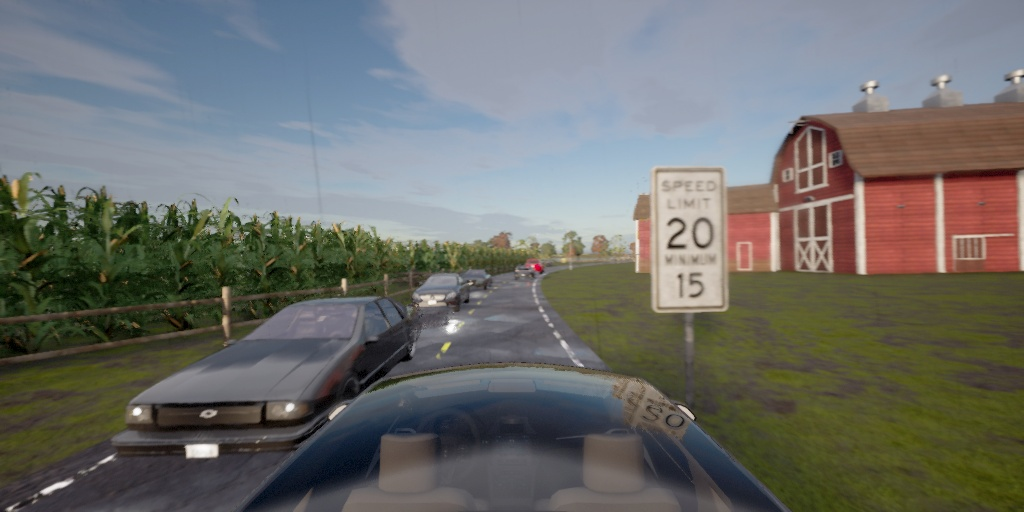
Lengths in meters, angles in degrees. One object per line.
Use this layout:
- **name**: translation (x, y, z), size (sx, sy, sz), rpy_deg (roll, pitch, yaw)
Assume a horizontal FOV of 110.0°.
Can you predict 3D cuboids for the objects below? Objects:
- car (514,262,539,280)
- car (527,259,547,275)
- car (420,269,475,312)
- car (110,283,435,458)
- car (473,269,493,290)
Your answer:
- **car**: translation (1.349, 1.630, 36.513), size (2.128, 1.511, 4.902), rpy_deg (-1, -1, 7)
- **car**: translation (3.130, 1.455, 48.624), size (2.150, 2.045, 5.566), rpy_deg (-1, -1, 10)
- **car**: translation (-2.943, 1.495, 15.671), size (1.812, 1.442, 4.674), rpy_deg (-1, -1, 1)
- **car**: translation (-2.856, 1.396, 5.883), size (2.033, 1.411, 5.357), rpy_deg (-1, -1, -2)
- **car**: translation (-2.568, 1.643, 25.578), size (1.994, 1.385, 4.181), rpy_deg (-1, -1, 5)
